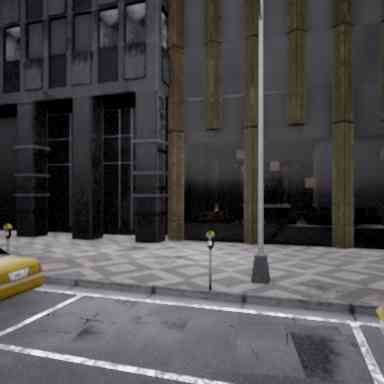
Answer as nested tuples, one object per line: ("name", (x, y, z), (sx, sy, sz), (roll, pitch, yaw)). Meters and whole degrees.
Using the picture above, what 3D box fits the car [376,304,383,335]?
("car", (4.881, 1.528, 3.785), (4.829, 1.417, 1.752), (0, 0, 17))

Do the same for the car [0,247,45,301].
("car", (-5.503, 1.530, 7.016), (4.829, 1.417, 1.752), (0, 0, 17))
